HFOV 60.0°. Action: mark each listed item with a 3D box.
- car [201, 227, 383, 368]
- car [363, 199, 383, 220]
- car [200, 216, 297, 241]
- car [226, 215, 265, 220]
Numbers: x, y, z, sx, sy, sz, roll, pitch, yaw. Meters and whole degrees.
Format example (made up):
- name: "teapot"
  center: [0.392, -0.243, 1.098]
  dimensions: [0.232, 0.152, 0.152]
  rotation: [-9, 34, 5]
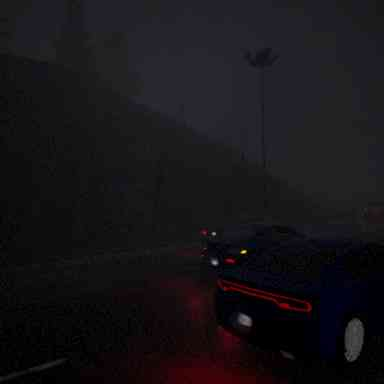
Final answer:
- name: "car"
  center: [2.633, 1.533, 5.962]
  dimensions: [5.008, 1.535, 1.882]
  rotation: [0, -1, -39]
- name: "car"
  center: [16.960, 1.528, 29.882]
  dimensions: [2.097, 1.767, 4.553]
  rotation: [-2, -1, 38]
- name: "car"
  center: [2.365, 1.655, 10.301]
  dimensions: [4.674, 1.442, 1.812]
  rotation: [0, -1, -40]
- name: "car"
  center: [2.781, 1.748, 15.199]
  dimensions: [5.357, 1.411, 2.033]
  rotation: [0, -1, -42]
